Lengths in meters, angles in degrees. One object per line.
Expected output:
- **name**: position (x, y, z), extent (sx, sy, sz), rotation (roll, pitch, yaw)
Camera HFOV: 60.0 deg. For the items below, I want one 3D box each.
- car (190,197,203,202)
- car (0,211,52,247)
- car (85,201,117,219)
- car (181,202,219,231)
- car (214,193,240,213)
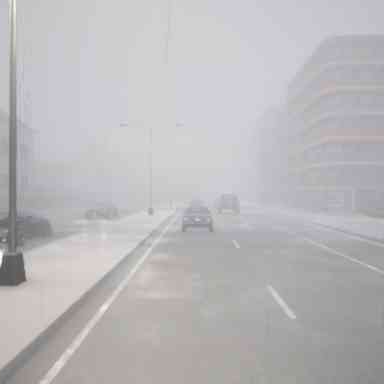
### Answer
- **car**: position (0.625, 1.492, 48.329), extent (2.128, 1.511, 4.902), rotation (0, 0, 1)
- **car**: position (-7.943, 1.548, 14.855), extent (1.994, 1.385, 4.181), rotation (0, 0, 1)
- **car**: position (-7.753, 1.510, 28.863), extent (1.812, 1.442, 4.674), rotation (0, 0, 1)
- **car**: position (0.316, 1.548, 20.549), extent (2.033, 1.411, 5.357), rotation (0, 0, 1)
- **car**: position (3.906, 1.229, 36.560), extent (2.150, 2.045, 5.566), rotation (0, 0, 1)
